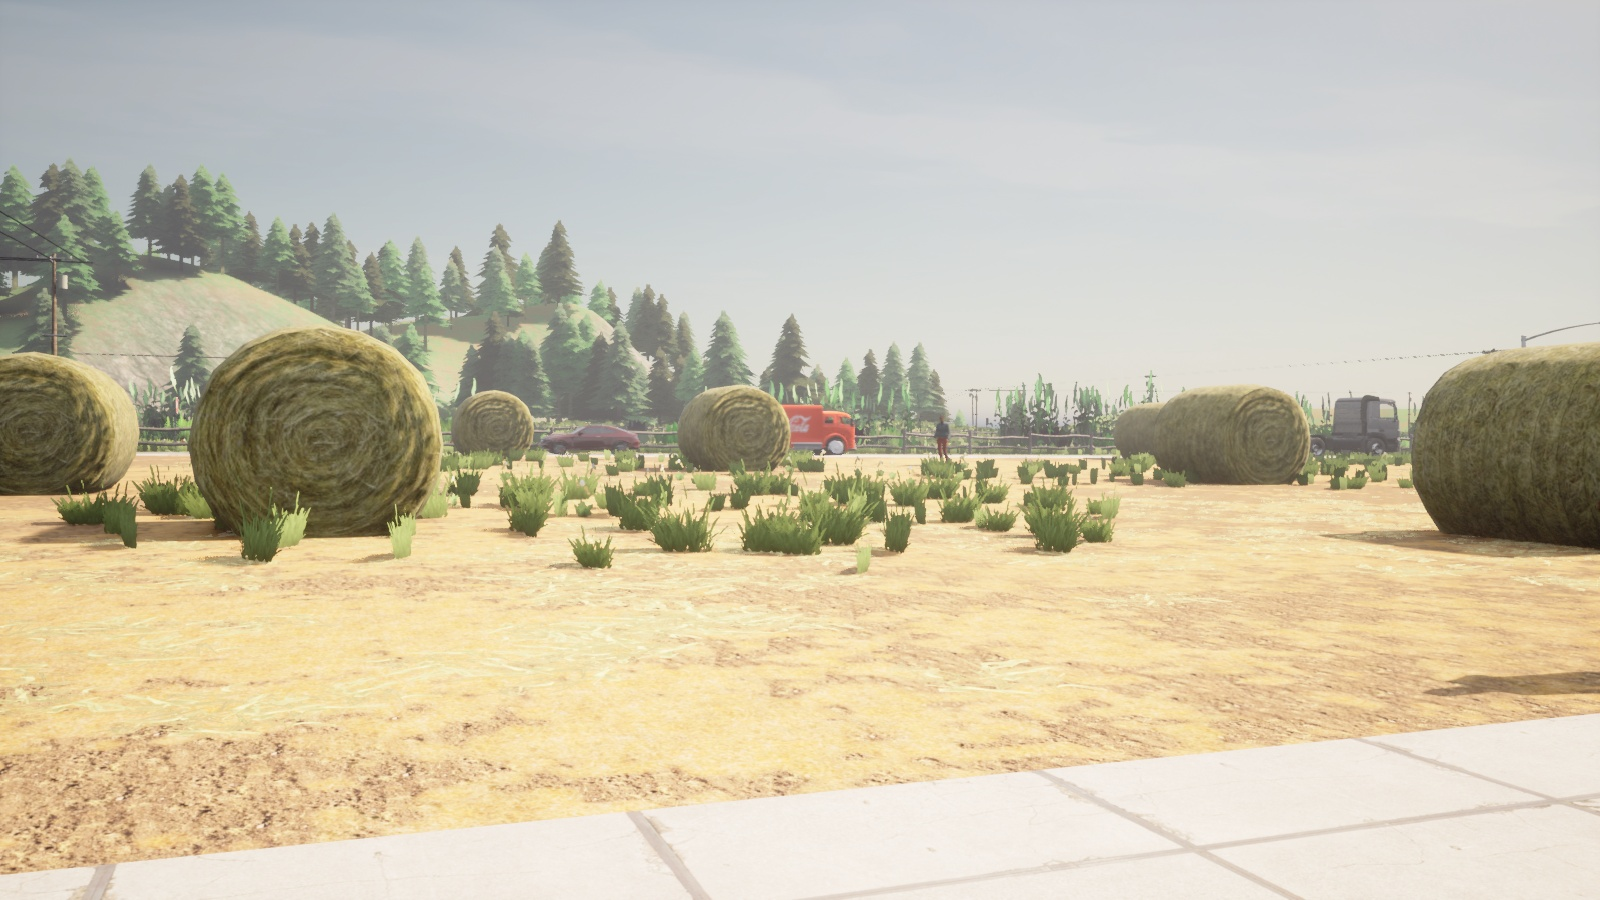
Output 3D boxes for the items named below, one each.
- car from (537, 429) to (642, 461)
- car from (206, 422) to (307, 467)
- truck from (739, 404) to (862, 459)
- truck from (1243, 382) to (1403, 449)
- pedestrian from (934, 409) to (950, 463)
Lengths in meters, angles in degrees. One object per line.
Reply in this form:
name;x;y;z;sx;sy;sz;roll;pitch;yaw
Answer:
car;-10.010;-0.263;59.674;4.674;1.442;1.812;-1;1;-17
car;-23.926;-0.253;55.423;3.866;1.878;1.905;-1;1;-17
truck;0.002;-0.875;59.063;5.204;2.467;2.627;-1;1;-17
truck;28.176;-1.858;67.656;7.936;3.462;2.891;-1;1;-17
pedestrian;4.936;-0.479;43.562;0.353;1.847;0.614;0;1;24
